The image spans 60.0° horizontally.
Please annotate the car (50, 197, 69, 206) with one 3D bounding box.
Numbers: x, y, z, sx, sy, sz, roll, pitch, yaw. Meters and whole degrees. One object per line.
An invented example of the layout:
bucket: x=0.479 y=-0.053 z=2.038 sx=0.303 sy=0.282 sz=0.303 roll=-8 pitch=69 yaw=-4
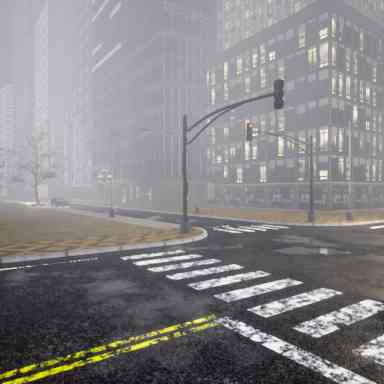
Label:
car: x=-21.667 y=1.553 z=54.250 sx=2.033 sy=1.411 sz=5.357 roll=0 pitch=0 yaw=-35
